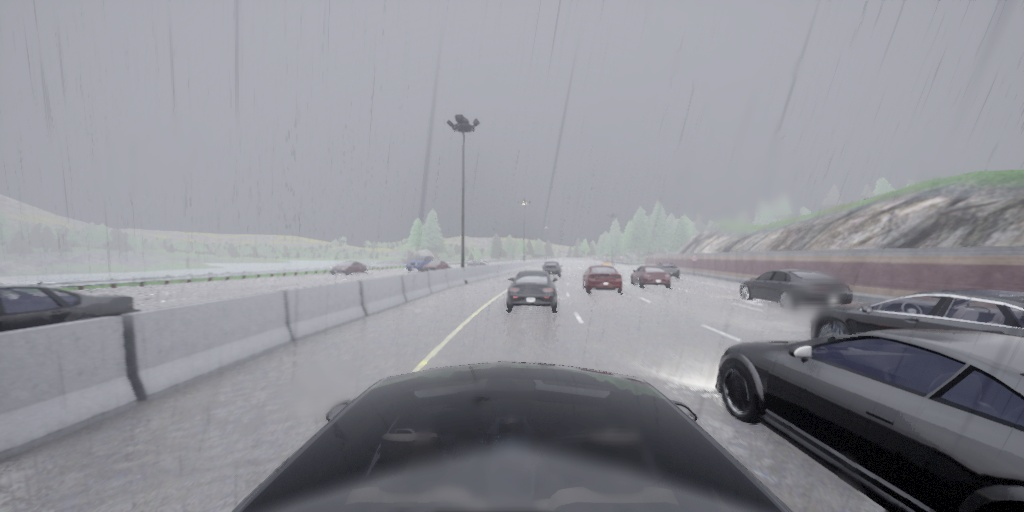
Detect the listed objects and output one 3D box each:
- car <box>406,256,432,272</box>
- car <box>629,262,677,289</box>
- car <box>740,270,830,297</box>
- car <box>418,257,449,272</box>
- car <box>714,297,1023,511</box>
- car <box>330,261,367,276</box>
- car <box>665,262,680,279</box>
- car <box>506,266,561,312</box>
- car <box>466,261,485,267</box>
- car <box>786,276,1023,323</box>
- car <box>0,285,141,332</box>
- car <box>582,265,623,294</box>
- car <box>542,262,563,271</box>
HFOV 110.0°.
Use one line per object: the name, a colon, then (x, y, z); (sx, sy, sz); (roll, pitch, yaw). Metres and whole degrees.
car: (-12.019, 1.001, 47.586); (2.150, 2.045, 5.566); (0, 0, 10)
car: (9.122, 1.339, 23.790); (1.812, 1.442, 4.674); (0, 0, 9)
car: (11.448, 1.313, 14.872); (1.837, 1.490, 4.892); (0, 0, 6)
car: (-9.150, 1.258, 43.504); (1.882, 1.535, 5.008); (0, 0, 10)
car: (3.708, 1.329, 3.133); (1.994, 1.385, 4.181); (0, 0, 1)
car: (-17.165, 1.270, 37.920); (1.812, 1.442, 4.674); (0, 0, 9)
car: (14.273, 1.337, 33.757); (2.128, 1.511, 4.902); (0, 0, 9)
car: (0.834, 1.297, 14.242); (1.812, 1.442, 4.674); (0, 0, 5)
car: (-4.851, 1.366, 48.049); (1.994, 1.385, 4.181); (0, 0, 10)
car: (7.265, 1.272, 5.661); (2.128, 1.511, 4.902); (0, 0, 2)
car: (-10.434, 1.269, 6.690); (2.033, 1.411, 5.357); (0, 0, 2)
car: (5.163, 1.273, 20.870); (1.882, 1.535, 5.008); (0, 0, 8)
car: (3.996, 1.319, 35.976); (1.837, 1.490, 4.892); (0, 0, 9)
